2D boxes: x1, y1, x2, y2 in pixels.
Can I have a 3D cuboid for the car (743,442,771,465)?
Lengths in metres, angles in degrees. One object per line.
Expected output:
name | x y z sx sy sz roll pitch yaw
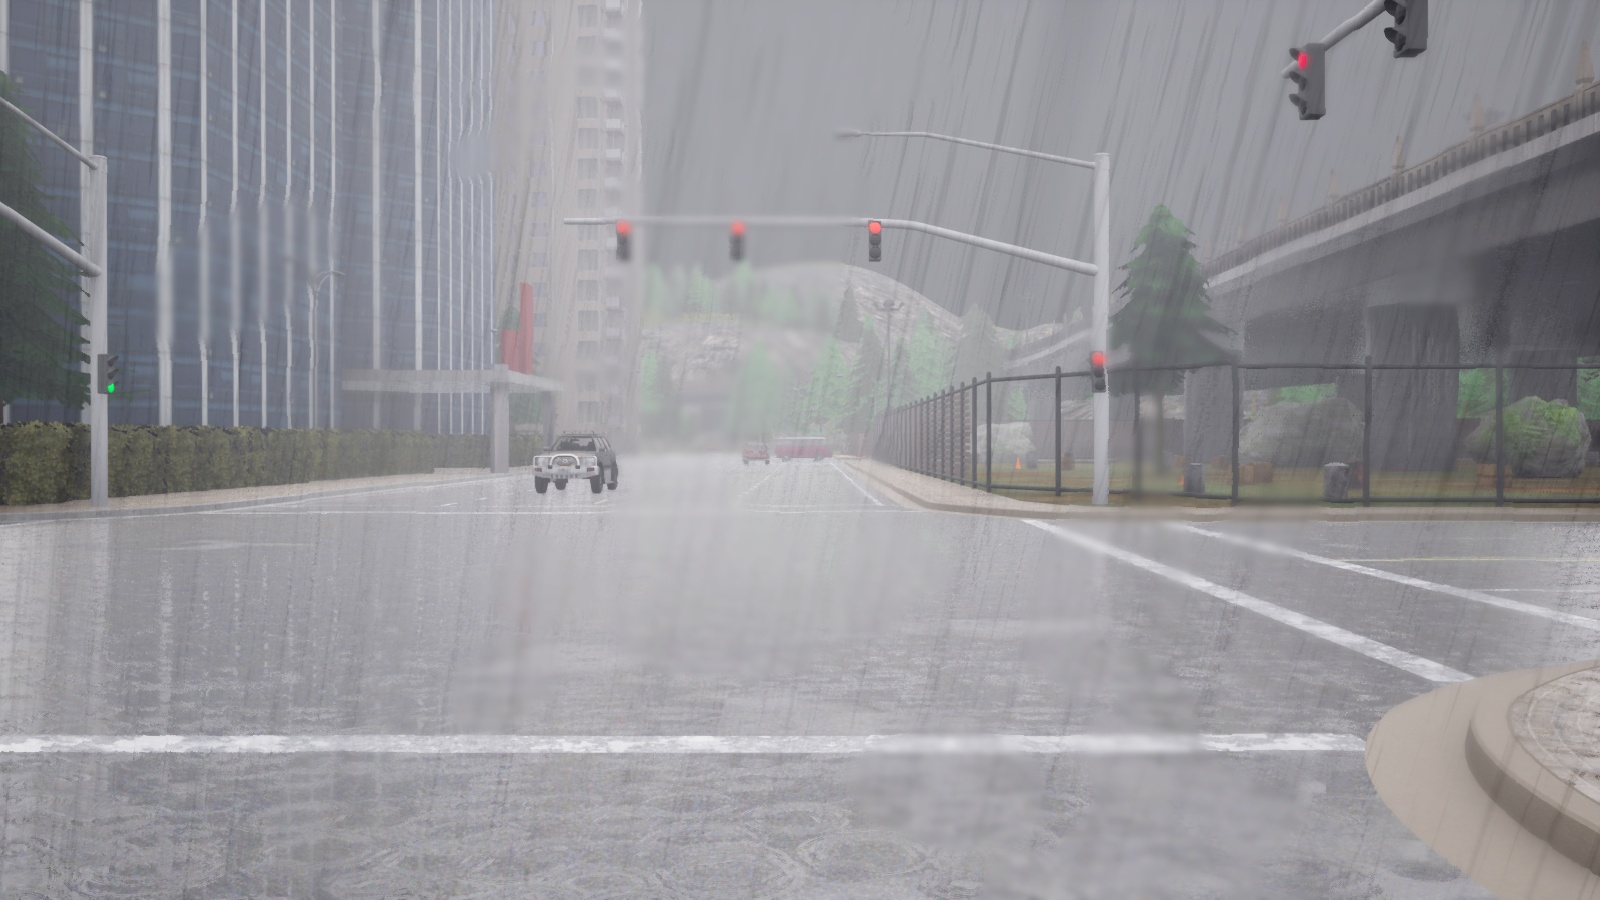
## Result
car | -2.986 0.228 87.571 1.789 1.549 3.705 0 0 0

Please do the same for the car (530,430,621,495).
car | -6.765 0.341 38.320 1.932 1.855 4.605 0 0 0
